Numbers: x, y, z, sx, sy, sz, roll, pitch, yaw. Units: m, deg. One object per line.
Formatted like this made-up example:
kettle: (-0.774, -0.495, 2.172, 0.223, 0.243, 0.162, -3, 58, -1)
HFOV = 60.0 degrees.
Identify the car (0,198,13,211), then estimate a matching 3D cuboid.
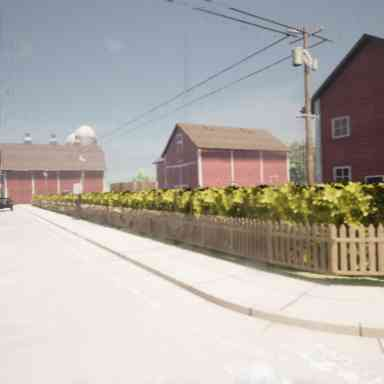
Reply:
car: (-28.716, 1.890, 50.924, 2.150, 2.045, 5.566, -2, 0, -30)
